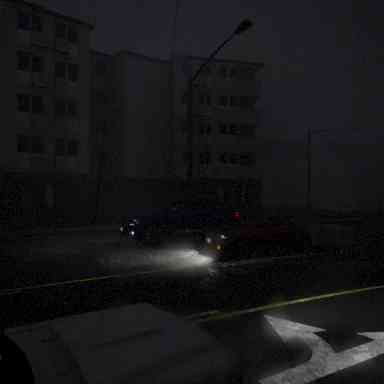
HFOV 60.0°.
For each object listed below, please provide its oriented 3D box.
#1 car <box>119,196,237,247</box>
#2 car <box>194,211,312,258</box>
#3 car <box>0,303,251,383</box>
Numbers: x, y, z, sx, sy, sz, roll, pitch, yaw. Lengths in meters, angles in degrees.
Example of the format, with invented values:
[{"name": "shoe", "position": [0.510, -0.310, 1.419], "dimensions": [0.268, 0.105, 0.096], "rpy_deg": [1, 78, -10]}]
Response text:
[{"name": "car", "position": [-0.462, 1.221, 15.301], "dimensions": [5.566, 2.045, 2.150], "rpy_deg": [0, 0, -24]}, {"name": "car", "position": [2.471, 1.564, 12.705], "dimensions": [4.181, 1.385, 1.994], "rpy_deg": [0, 0, -22]}, {"name": "car", "position": [-1.813, 1.601, 2.307], "dimensions": [4.718, 1.301, 1.895], "rpy_deg": [0, 0, -35]}]
